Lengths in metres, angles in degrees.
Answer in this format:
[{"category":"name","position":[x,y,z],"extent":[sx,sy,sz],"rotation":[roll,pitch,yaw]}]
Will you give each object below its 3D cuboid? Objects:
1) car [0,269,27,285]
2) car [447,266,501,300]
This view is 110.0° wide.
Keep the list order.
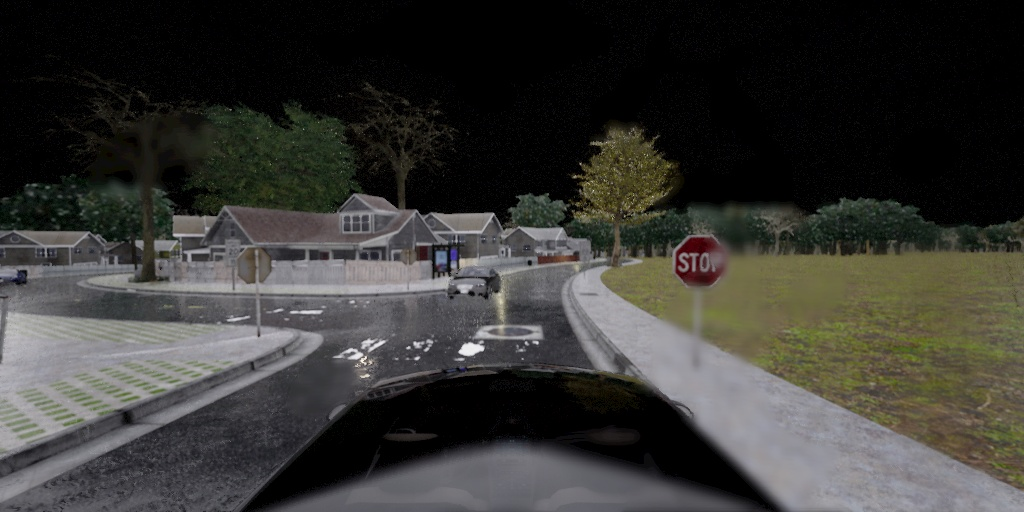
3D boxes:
[{"category":"car","position":[-45.395,1.890,32.203],"extent":[4.674,1.442,1.812],"rotation":[-1,1,42]},{"category":"car","position":[-1.699,1.233,17.408],"extent":[2.128,1.511,4.902],"rotation":[0,-1,7]}]
